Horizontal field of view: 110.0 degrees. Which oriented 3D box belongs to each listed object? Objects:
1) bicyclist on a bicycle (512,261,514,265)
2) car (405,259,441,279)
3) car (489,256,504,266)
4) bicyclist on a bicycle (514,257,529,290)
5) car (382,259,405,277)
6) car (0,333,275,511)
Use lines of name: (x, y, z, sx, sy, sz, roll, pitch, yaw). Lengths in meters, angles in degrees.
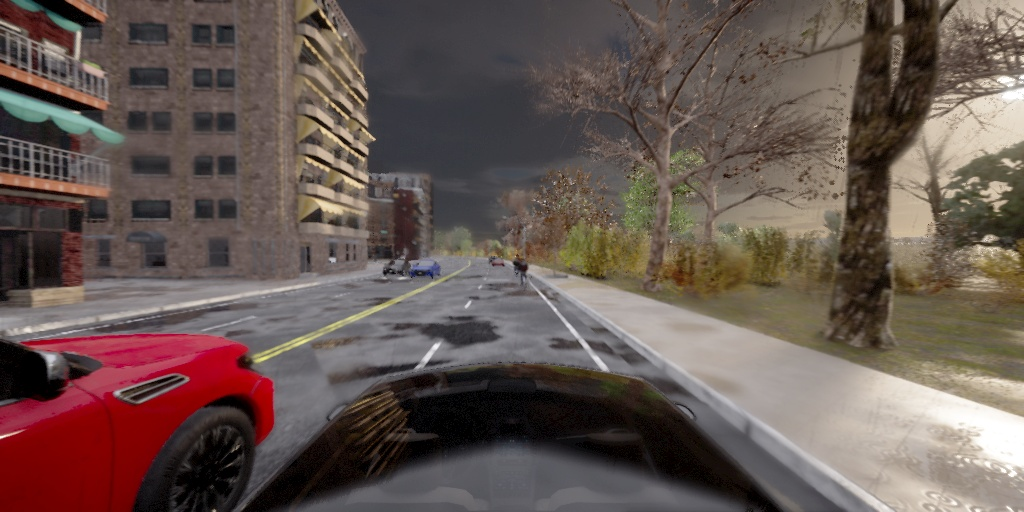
bicyclist on a bicycle: (0.342, 0.939, 29.068, 0.659, 1.776, 1.843, 0, 1, -2)
car: (-7.202, 1.056, 30.230, 1.882, 1.535, 5.008, 0, 0, -2)
car: (-2.303, 0.937, 58.786, 1.994, 1.385, 4.181, 0, 1, -4)
bicyclist on a bicycle: (0.641, 0.999, 19.996, 0.659, 1.776, 1.843, 0, 1, -2)
car: (-10.585, 1.072, 33.437, 1.837, 1.490, 4.892, 0, 0, -2)
car: (-3.163, 0.984, 0.764, 2.150, 2.045, 5.566, 0, 0, 0)
